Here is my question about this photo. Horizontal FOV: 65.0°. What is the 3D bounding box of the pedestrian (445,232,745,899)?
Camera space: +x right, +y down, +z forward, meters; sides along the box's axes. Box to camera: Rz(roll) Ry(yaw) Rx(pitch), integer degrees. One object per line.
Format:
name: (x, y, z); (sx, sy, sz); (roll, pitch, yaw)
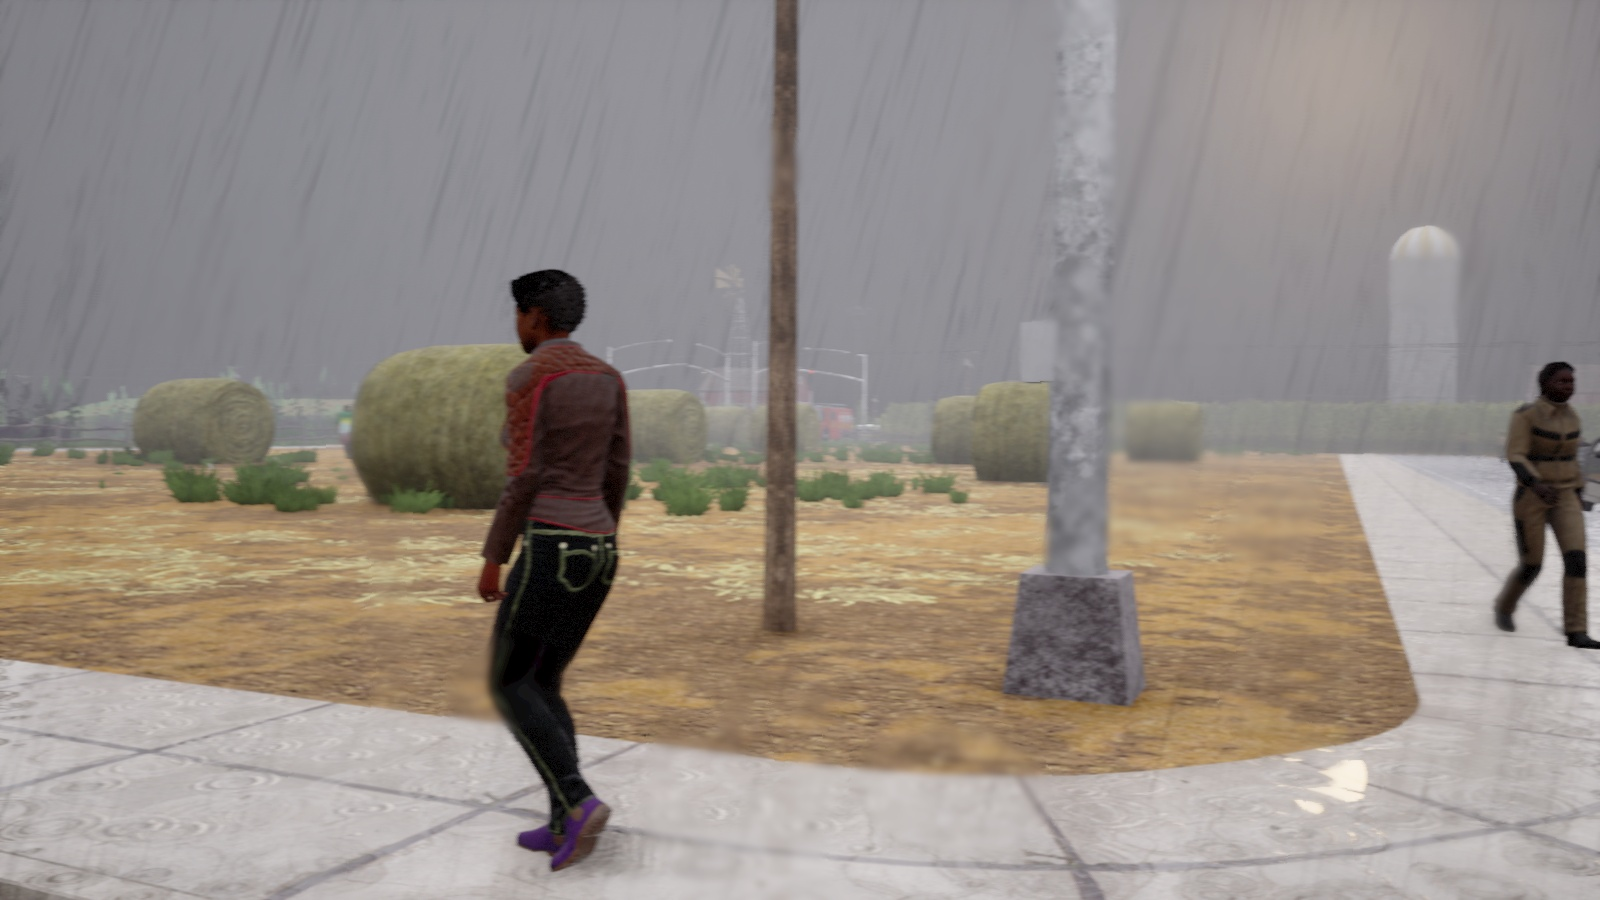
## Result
pedestrian: (-0.619, 0.317, 3.732); (0.869, 1.805, 0.328); (0, 1, 33)

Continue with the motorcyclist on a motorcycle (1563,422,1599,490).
motorcyclist on a motorcycle: (18.375, 0.114, 29.125); (0.866, 1.530, 2.191); (0, 1, 23)

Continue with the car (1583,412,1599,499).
car: (15.667, 0.107, 22.814); (1.851, 1.617, 3.988); (0, 1, 23)

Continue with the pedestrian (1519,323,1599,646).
pedestrian: (4.875, 0.202, 7.829); (0.396, 1.930, 0.692); (0, 1, 2)

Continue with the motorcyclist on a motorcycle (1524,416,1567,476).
motorcyclist on a motorcycle: (21.259, -0.126, 35.848); (0.766, 1.649, 2.350); (0, 1, 23)

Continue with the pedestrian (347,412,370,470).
pedestrian: (-14.829, -0.308, 42.173); (0.659, 1.952, 0.873); (-1, 1, -22)
